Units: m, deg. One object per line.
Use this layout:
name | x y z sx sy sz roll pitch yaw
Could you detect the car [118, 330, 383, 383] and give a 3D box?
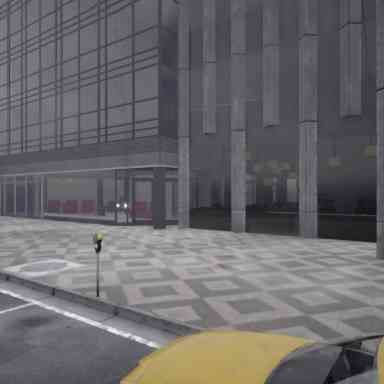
car | 1.520 1.525 1.996 4.829 1.417 1.752 0 0 36
